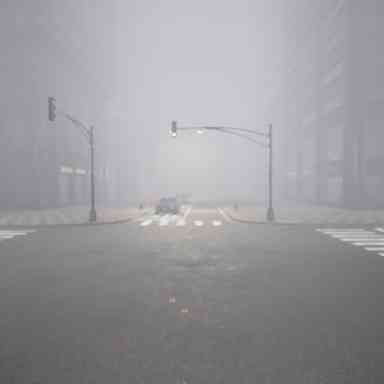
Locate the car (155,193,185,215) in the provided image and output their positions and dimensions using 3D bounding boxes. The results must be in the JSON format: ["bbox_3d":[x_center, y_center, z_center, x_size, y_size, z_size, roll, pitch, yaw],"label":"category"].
[{"bbox_3d":[-2.036,1.165,29.205,1.837,1.490,4.892,0,1,4],"label":"car"}]

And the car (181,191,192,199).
[{"bbox_3d":[-1.022,0.552,63.570,1.994,1.385,4.181,0,1,2],"label":"car"}]

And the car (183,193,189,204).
[{"bbox_3d":[-1.536,0.951,47.118,2.128,1.511,4.902,0,0,2],"label":"car"}]
